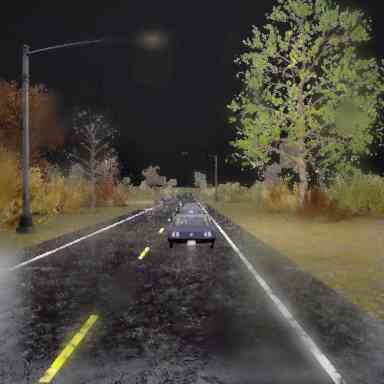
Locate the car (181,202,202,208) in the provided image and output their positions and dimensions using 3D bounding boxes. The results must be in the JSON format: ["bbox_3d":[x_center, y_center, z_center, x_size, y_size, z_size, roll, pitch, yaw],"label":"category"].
[{"bbox_3d":[-0.078,1.571,29.659,1.994,1.385,4.181,0,0,0],"label":"car"}]

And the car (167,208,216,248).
[{"bbox_3d":[-0.017,1.614,14.684,1.895,1.301,4.718,0,0,0],"label":"car"}]

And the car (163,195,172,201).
[{"bbox_3d":[-5.673,1.492,77.231,1.994,1.385,4.181,0,0,-8],"label":"car"}]
